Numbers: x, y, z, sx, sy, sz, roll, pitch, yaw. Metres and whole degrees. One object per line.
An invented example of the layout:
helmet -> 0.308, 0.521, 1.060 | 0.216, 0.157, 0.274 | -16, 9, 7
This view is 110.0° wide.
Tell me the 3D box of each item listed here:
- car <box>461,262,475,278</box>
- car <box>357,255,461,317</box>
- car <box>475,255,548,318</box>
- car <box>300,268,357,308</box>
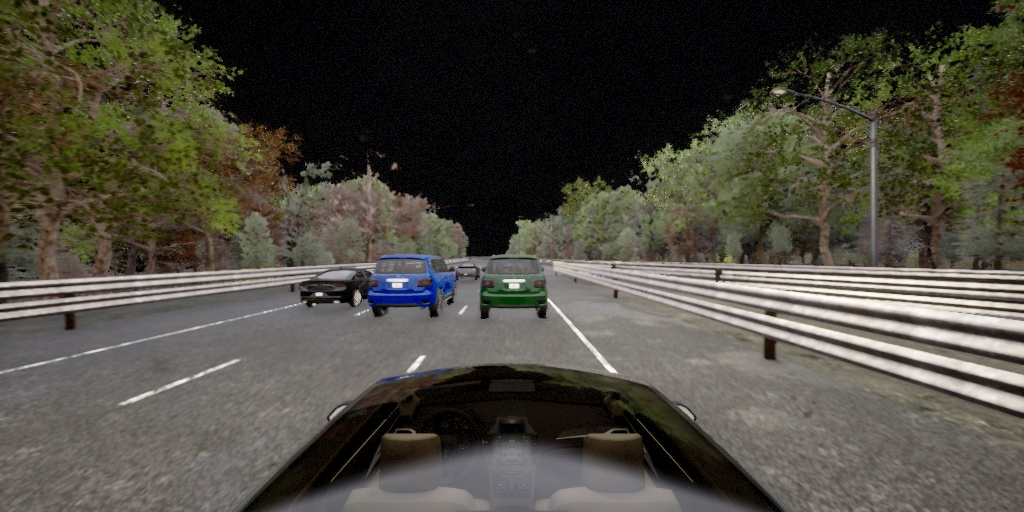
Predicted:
car -> -3.720, 1.262, 31.001 | 2.128, 1.511, 4.902 | 0, 0, -1
car -> -3.462, 0.976, 13.425 | 2.150, 2.045, 5.566 | 0, 0, 0
car -> 0.040, 0.975, 13.190 | 2.150, 2.045, 5.566 | 0, 0, 0
car -> -6.983, 1.235, 15.419 | 1.882, 1.535, 5.008 | 0, 0, -1
